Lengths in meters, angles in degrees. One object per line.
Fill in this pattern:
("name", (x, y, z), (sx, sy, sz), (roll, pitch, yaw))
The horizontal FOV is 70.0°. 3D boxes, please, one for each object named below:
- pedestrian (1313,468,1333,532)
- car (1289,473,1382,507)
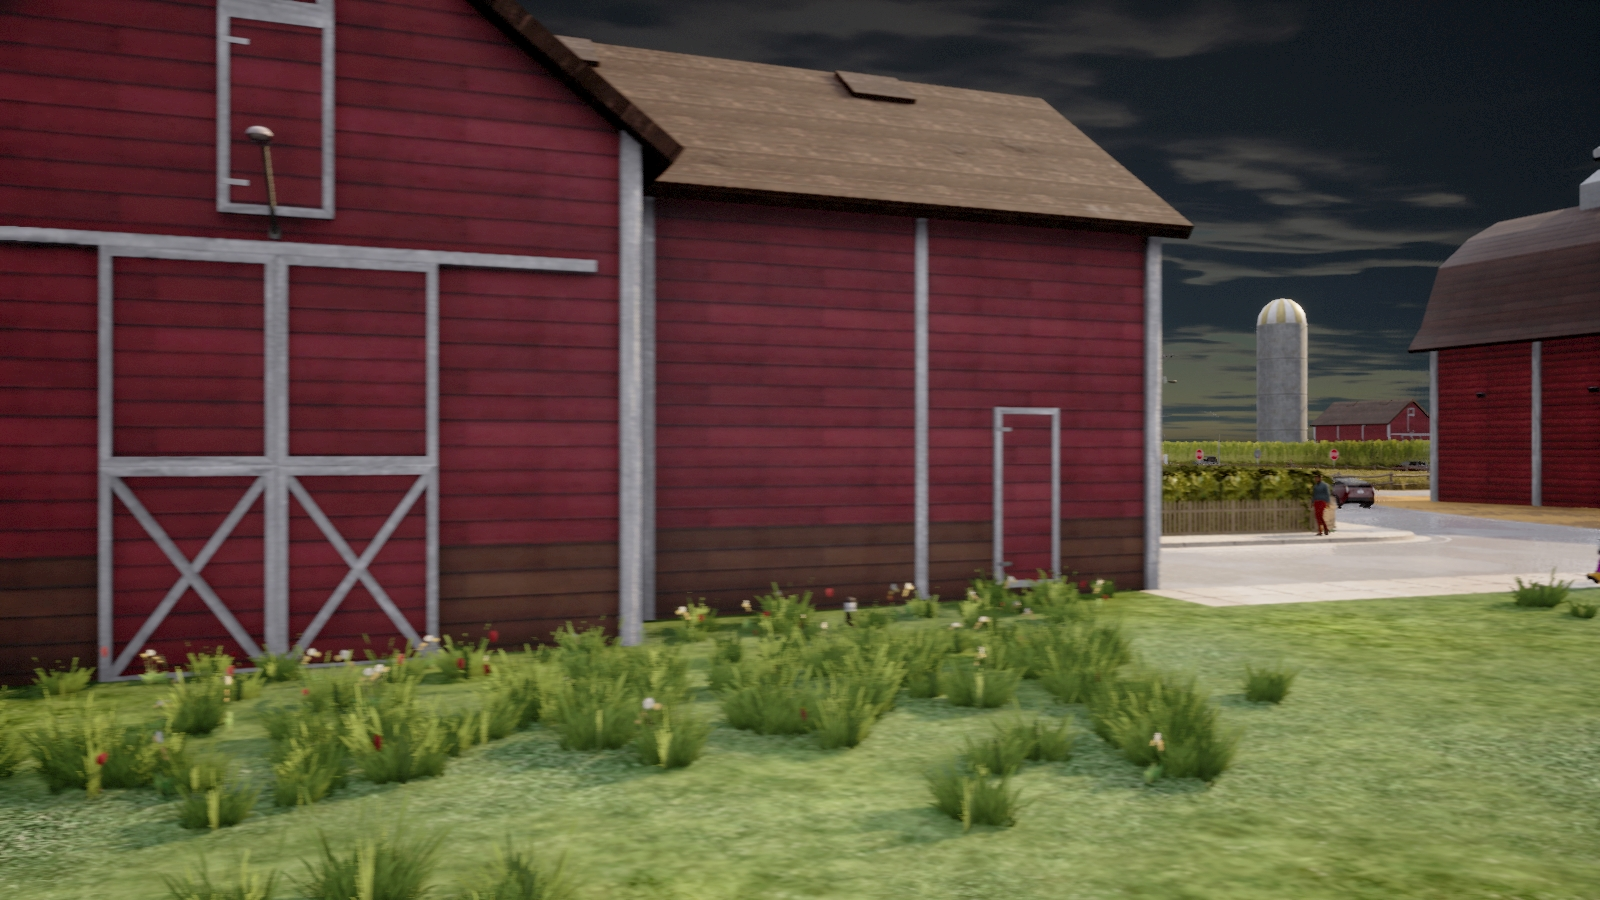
("pedestrian", (15.452, 1.465, 33.755), (0.375, 1.860, 0.375), (0, 0, -24))
("car", (26.424, 1.947, 56.569), (2.007, 1.525, 4.514), (0, 0, -8))
